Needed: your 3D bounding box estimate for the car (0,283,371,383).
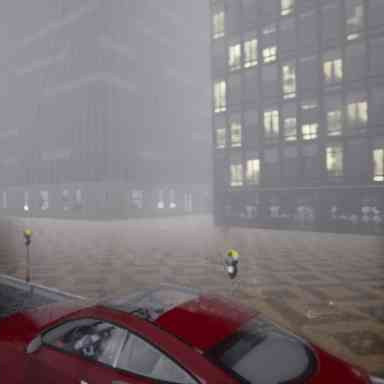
[{"bbox_3d":[-0.511,1.605,3.248,4.206,1.307,1.802,-1,-1,35],"label":"car"}]
